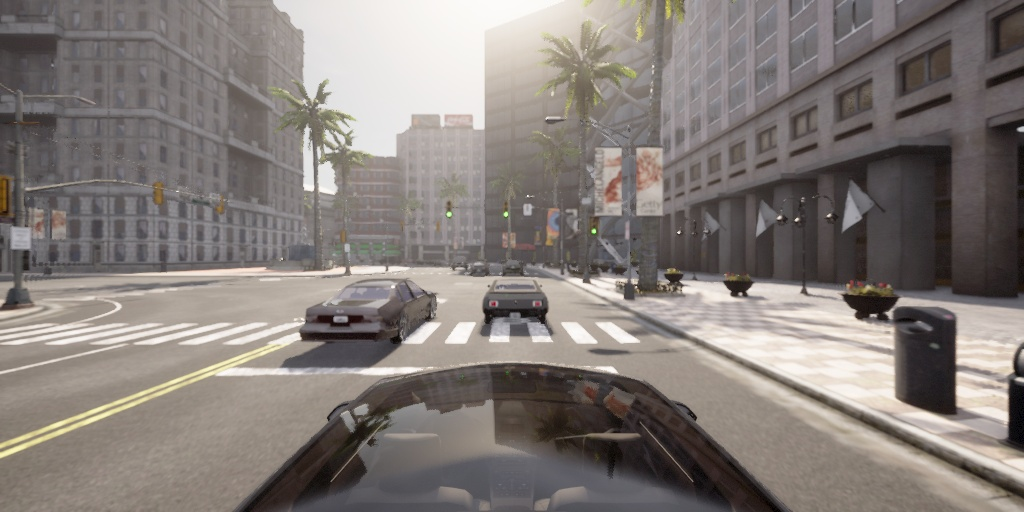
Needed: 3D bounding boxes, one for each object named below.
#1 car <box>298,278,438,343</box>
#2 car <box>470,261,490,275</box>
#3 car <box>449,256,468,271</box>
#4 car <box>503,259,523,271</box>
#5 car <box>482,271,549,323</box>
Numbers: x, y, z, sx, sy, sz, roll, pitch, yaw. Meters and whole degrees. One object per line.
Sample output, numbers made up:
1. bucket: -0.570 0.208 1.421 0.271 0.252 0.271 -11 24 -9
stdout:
1. car: -3.404 1.305 9.639 2.033 1.411 5.357 0 0 0
2. car: -3.414 1.311 39.181 1.812 1.442 4.674 0 0 0
3. car: -7.532 1.020 51.963 2.150 2.045 5.566 0 0 -6
4. car: 0.100 1.136 37.906 2.097 1.767 4.553 0 0 0
5. car: 0.098 1.361 12.184 1.895 1.301 4.718 0 0 0
